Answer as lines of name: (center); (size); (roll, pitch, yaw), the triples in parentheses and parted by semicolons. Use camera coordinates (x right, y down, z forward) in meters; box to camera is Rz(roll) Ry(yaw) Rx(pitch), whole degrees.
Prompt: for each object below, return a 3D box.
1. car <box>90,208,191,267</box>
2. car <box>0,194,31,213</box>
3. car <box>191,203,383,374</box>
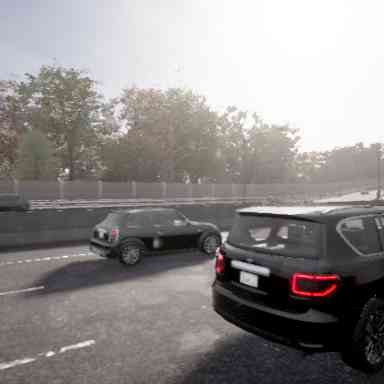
car: (-1.075, 1.334, 11.581); (4.553, 1.767, 2.097); (0, 0, -36)
car: (-16.080, 1.211, 26.915); (5.566, 2.045, 2.150); (0, 0, -35)
car: (2.913, 1.205, 5.827); (5.566, 2.045, 2.150); (0, 0, -36)
